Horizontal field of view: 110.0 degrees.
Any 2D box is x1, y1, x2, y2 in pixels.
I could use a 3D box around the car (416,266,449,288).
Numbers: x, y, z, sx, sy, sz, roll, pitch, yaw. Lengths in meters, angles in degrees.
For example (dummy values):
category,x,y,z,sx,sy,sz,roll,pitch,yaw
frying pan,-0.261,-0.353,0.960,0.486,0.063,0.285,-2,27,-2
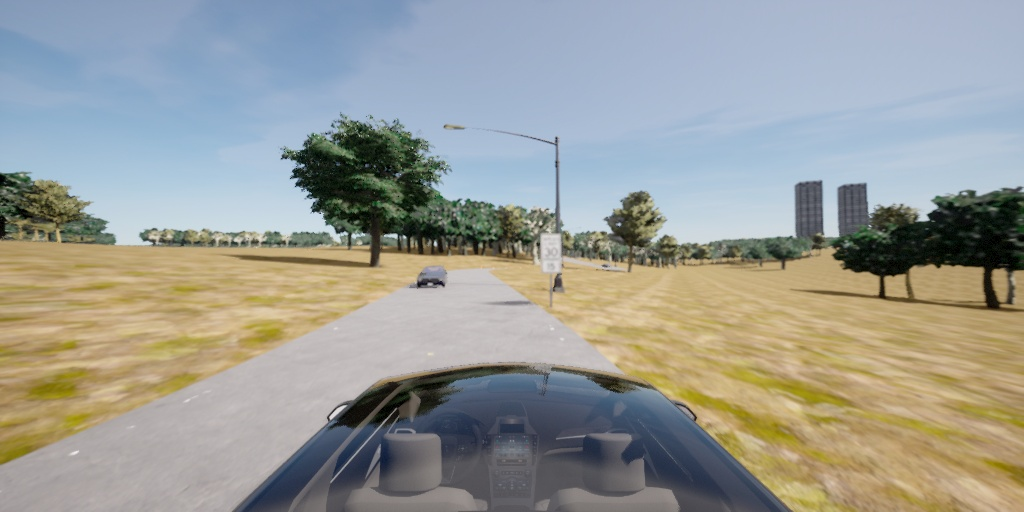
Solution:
category,x,y,z,sx,sy,sz,roll,pitch,yaw
car,-5.379,1.376,24.790,2.033,1.411,5.357,0,0,-7
